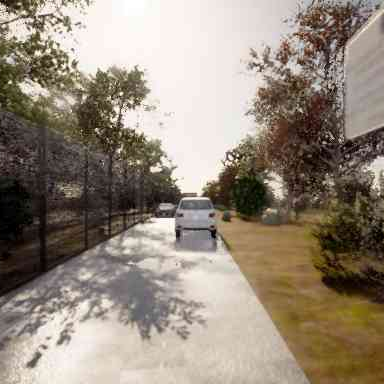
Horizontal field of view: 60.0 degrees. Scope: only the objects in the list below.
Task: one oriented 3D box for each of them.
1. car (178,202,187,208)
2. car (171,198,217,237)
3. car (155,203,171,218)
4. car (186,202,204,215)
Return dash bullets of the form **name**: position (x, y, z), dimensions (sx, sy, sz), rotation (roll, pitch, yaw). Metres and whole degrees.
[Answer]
- **car**: position (-2.071, 2.990, 76.212), dimensions (1.895, 1.301, 4.718), rotation (0, -2, 1)
- **car**: position (0.201, 1.328, 18.905), dimensions (2.150, 2.045, 5.566), rotation (0, -1, 0)
- **car**: position (-2.642, 1.848, 34.073), dimensions (1.812, 1.442, 4.674), rotation (0, -1, 1)
- **car**: position (0.366, 2.016, 41.435), dimensions (2.033, 1.411, 5.357), rotation (0, -1, 1)
